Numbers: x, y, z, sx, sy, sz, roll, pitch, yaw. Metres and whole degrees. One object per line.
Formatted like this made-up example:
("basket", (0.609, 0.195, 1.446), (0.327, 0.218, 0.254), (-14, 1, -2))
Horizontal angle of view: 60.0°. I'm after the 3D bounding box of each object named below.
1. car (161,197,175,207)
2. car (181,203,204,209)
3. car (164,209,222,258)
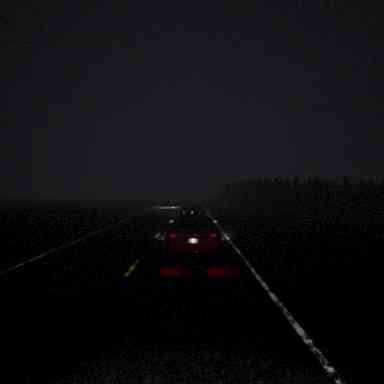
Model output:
("car", (-3.639, 1.470, 51.092), (1.812, 1.442, 4.674), (0, 0, 0))
("car", (0.031, 1.573, 27.314), (1.895, 1.301, 4.718), (0, 0, 0))
("car", (0.050, 1.549, 12.728), (1.994, 1.385, 4.181), (0, 0, 0))
